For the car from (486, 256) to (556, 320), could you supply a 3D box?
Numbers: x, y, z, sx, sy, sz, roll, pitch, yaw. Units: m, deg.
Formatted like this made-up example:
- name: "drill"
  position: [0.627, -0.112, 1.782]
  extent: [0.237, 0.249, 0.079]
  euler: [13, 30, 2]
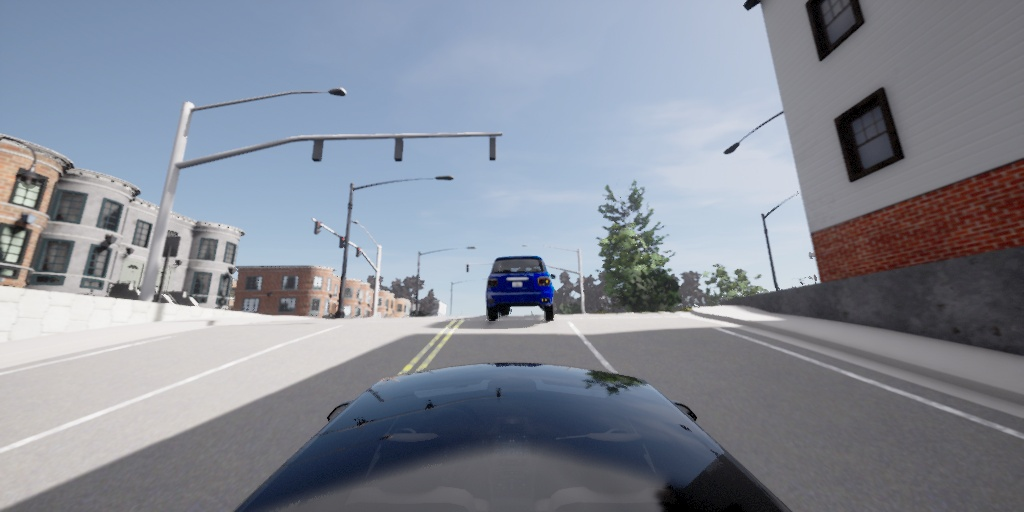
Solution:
- name: "car"
  position: [0.435, 1.236, 13.280]
  extent: [2.150, 2.045, 5.566]
  euler: [-2, -7, 6]
